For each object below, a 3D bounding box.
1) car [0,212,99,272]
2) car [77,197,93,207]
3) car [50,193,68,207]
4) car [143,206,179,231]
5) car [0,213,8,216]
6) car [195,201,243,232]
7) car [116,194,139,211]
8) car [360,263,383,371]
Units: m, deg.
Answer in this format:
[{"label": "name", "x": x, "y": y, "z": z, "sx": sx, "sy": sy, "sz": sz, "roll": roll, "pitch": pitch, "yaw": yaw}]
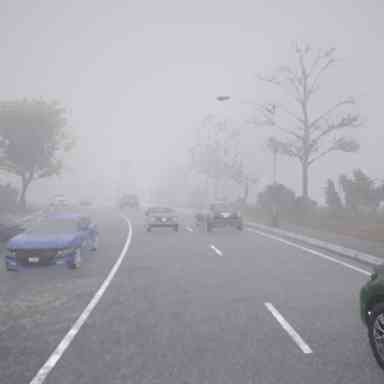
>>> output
[{"label": "car", "x": -4.380, "y": 1.486, "z": 11.120, "sx": 1.882, "sy": 1.535, "sz": 5.008, "roll": 0, "pitch": 0, "yaw": -6}, {"label": "car", "x": -16.724, "y": 1.516, "z": 51.919, "sx": 1.837, "sy": 1.490, "sz": 4.892, "roll": 0, "pitch": 0, "yaw": -27}, {"label": "car", "x": -21.278, "y": 1.232, "z": 53.145, "sx": 2.150, "sy": 2.045, "sz": 5.566, "roll": 0, "pitch": 0, "yaw": -28}, {"label": "car", "x": -1.981, "y": 1.547, "z": 20.497, "sx": 2.033, "sy": 1.411, "sz": 5.357, "roll": 0, "pitch": 0, "yaw": -11}, {"label": "car", "x": -8.094, "y": 1.542, "z": 12.892, "sx": 1.812, "sy": 1.442, "sz": 4.674, "roll": 0, "pitch": 0, "yaw": -8}, {"label": "car", "x": 1.520, "y": 1.344, "z": 20.394, "sx": 2.097, "sy": 1.767, "sz": 4.553, "roll": 0, "pitch": 0, "yaw": -9}, {"label": "car", "x": -8.173, "y": 1.227, "z": 41.959, "sx": 2.150, "sy": 2.045, "sz": 5.566, "roll": 0, "pitch": 0, "yaw": -21}, {"label": "car", "x": 3.461, "y": 1.210, "z": 2.263, "sx": 2.150, "sy": 2.045, "sz": 5.566, "roll": 0, "pitch": 0, "yaw": -2}]
